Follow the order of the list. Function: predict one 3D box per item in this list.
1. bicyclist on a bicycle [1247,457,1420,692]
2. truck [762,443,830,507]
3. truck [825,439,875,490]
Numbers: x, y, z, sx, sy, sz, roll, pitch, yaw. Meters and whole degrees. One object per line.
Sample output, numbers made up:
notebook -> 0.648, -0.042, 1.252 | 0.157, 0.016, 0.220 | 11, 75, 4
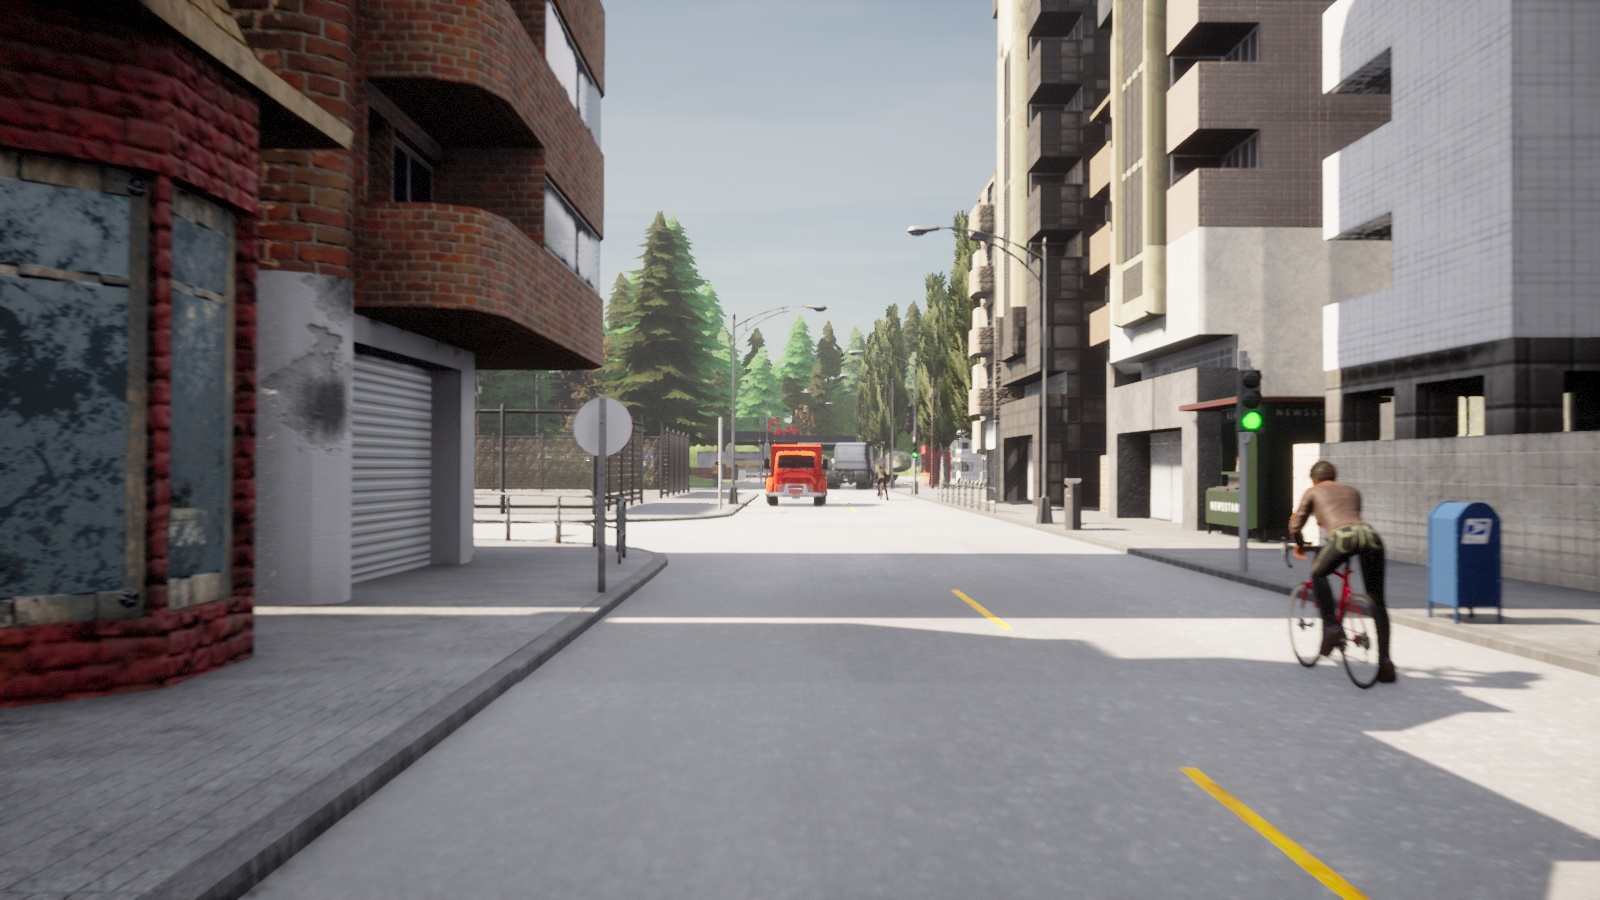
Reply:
bicyclist on a bicycle -> 3.987, 0.874, 9.514 | 0.582, 1.620, 1.656 | 0, -1, 0
truck -> -0.145, 1.018, 51.620 | 2.627, 2.467, 5.204 | 0, -1, 0
truck -> 3.644, 1.022, 89.811 | 2.891, 3.462, 7.936 | 0, -1, 7
